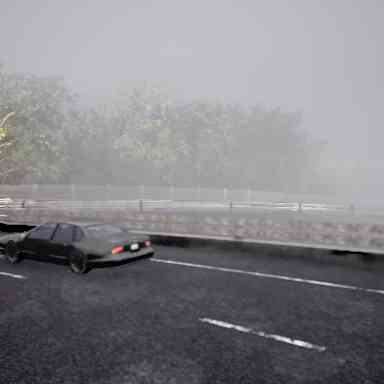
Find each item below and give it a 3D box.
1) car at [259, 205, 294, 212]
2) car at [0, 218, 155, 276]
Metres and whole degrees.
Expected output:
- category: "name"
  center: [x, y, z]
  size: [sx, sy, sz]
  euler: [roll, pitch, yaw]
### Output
- category: "car"
  center: [12.119, 2.110, 47.389]
  size: [5.357, 1.411, 2.033]
  euler: [3, -1, -28]
- category: "car"
  center: [-3.726, 1.530, 10.286]
  size: [5.357, 1.411, 2.033]
  euler: [0, 0, 30]
